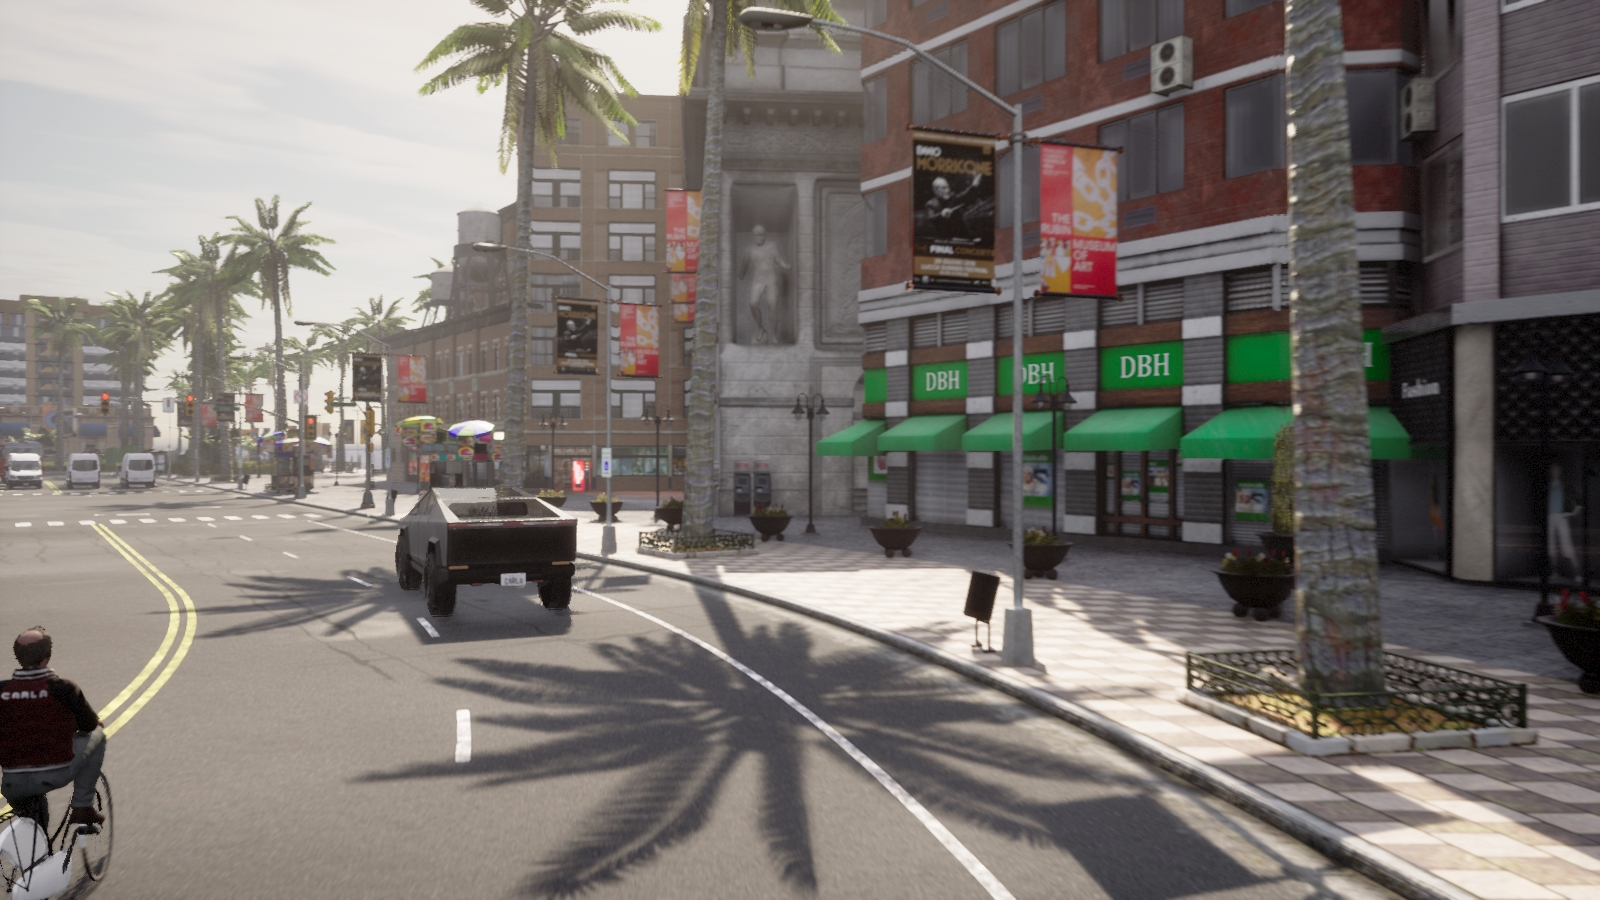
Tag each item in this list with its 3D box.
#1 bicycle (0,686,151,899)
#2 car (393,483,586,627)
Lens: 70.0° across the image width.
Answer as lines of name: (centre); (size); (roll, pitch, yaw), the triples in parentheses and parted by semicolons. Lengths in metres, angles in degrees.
bicycle: (-4.440, 2.212, 6.909); (0.329, 1.171, 1.835); (-1, 0, -12)
car: (-6.016, 1.756, 21.413); (2.390, 2.098, 6.274); (0, 0, -26)
